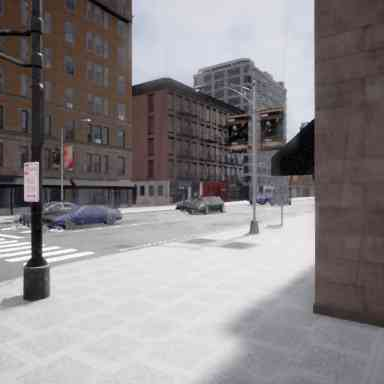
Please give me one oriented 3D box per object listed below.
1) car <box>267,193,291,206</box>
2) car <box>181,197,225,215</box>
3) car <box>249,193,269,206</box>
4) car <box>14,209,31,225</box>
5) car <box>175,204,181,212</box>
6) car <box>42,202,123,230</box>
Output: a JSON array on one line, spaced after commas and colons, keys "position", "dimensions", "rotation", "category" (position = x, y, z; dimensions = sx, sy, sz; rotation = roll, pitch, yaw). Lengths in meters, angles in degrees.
[{"position": [13.166, 1.323, 49.154], "dimensions": [1.812, 1.442, 4.674], "rotation": [0, 0, 35], "category": "car"}, {"position": [1.406, 1.239, 32.602], "dimensions": [2.097, 1.767, 4.553], "rotation": [0, 0, 36], "category": "car"}, {"position": [10.931, 1.111, 51.613], "dimensions": [2.150, 2.045, 5.566], "rotation": [0, 0, 35], "category": "car"}, {"position": [-9.506, 1.442, 22.759], "dimensions": [2.128, 1.511, 4.902], "rotation": [0, 0, 35], "category": "car"}, {"position": [0.400, 1.425, 36.822], "dimensions": [2.033, 1.411, 5.357], "rotation": [0, 0, 35], "category": "car"}, {"position": [-6.803, 1.491, 20.954], "dimensions": [2.033, 1.411, 5.357], "rotation": [0, 0, 35], "category": "car"}]
